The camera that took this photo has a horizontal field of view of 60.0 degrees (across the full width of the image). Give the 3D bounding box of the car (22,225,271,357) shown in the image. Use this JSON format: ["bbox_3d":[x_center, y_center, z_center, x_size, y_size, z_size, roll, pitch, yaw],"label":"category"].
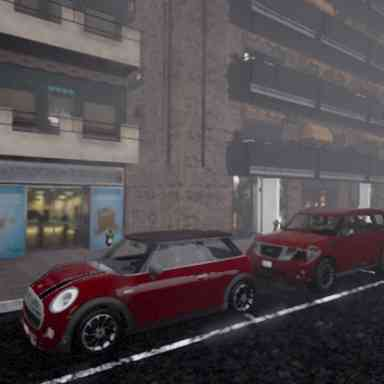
[{"bbox_3d":[-0.777,1.466,6.003,4.097,1.590,1.967,1,0,-35],"label":"car"}]

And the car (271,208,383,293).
[{"bbox_3d":[3.814,1.394,9.275,5.009,1.841,2.192,1,0,-35],"label":"car"}]
